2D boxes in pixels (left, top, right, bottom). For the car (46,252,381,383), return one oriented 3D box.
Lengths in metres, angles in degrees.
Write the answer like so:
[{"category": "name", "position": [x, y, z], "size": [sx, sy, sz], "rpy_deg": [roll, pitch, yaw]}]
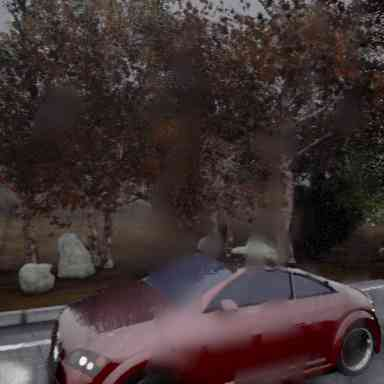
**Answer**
[{"category": "car", "position": [0.381, 1.554, 4.350], "size": [4.181, 1.385, 1.994], "rpy_deg": [1, 0, -24]}]
